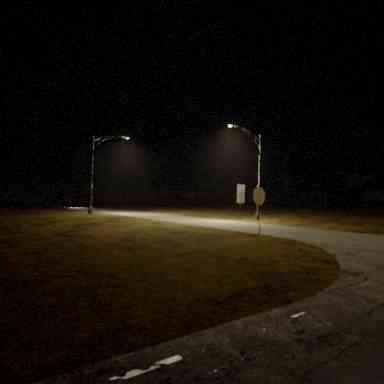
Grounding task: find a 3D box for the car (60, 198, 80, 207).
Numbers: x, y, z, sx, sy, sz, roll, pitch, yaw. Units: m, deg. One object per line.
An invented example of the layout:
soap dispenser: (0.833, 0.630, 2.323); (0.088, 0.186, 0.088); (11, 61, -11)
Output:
car: (-18.374, 1.574, 50.159); (1.994, 1.385, 4.181); (3, -2, -36)
